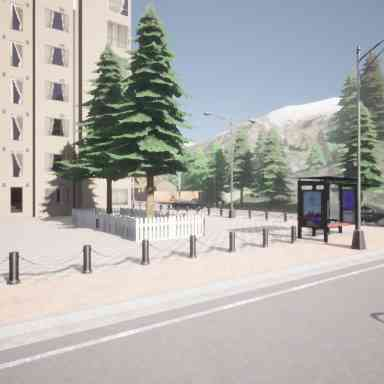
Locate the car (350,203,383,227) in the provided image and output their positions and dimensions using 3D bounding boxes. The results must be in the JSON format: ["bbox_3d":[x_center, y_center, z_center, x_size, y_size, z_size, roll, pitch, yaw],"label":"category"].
[{"bbox_3d":[12.041,1.520,22.838,1.837,1.490,4.892,0,0,-35],"label":"car"}]

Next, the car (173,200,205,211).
[{"bbox_3d":[-0.404,1.616,40.634,1.895,1.301,4.718,0,0,-35],"label":"car"}]
